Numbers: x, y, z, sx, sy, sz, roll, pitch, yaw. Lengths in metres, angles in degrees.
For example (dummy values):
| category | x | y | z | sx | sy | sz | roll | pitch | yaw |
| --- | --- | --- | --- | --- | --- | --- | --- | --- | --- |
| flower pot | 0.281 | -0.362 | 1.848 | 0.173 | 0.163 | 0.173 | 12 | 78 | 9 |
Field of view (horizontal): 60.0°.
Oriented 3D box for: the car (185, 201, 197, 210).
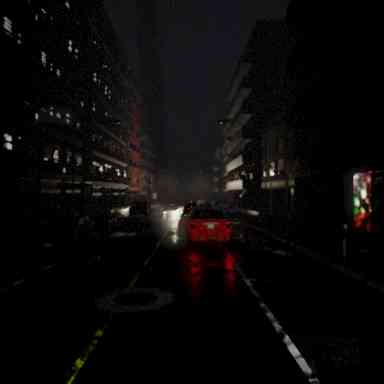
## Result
| category | x | y | z | sx | sy | sz | roll | pitch | yaw |
| --- | --- | --- | --- | --- | --- | --- | --- | --- | --- |
| car | -0.166 | 2.304 | 56.242 | 1.994 | 1.385 | 4.181 | 0 | -1 | 0 |

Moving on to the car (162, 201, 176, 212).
| category | x | y | z | sx | sy | sz | roll | pitch | yaw |
| --- | --- | --- | --- | --- | --- | --- | --- | --- | --- |
| car | -3.300 | 2.168 | 50.362 | 1.837 | 1.490 | 4.892 | 0 | -1 | 0 |

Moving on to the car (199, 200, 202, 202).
| category | x | y | z | sx | sy | sz | roll | pitch | yaw |
| --- | --- | --- | --- | --- | --- | --- | --- | --- | --- |
| car | -0.080 | 2.001 | 38.043 | 1.837 | 1.490 | 4.892 | 0 | -1 | 0 |

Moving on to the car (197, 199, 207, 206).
| category | x | y | z | sx | sy | sz | roll | pitch | yaw |
| --- | --- | --- | --- | --- | --- | --- | --- | --- | --- |
| car | 2.309 | 2.478 | 78.052 | 1.967 | 1.590 | 4.097 | -1 | -1 | 0 |

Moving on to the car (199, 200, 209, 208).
| category | x | y | z | sx | sy | sz | roll | pitch | yaw |
| --- | --- | --- | --- | --- | --- | --- | --- | --- | --- |
| car | 2.366 | 2.426 | 66.682 | 1.887 | 1.381 | 4.507 | -1 | -1 | 0 |

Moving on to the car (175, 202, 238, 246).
| category | x | y | z | sx | sy | sz | roll | pitch | yaw |
| --- | --- | --- | --- | --- | --- | --- | --- | --- | --- |
| car | 0.544 | 1.569 | 16.835 | 2.097 | 1.767 | 4.553 | 0 | -1 | -8 |

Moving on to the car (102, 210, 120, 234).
| category | x | y | z | sx | sy | sz | roll | pitch | yaw |
| --- | --- | --- | --- | --- | --- | --- | --- | --- | --- |
| car | -5.796 | 1.840 | 21.172 | 1.947 | 1.339 | 4.313 | -1 | -1 | 0 |

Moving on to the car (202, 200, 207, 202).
| category | x | y | z | sx | sy | sz | roll | pitch | yaw |
| --- | --- | --- | --- | --- | --- | --- | --- | --- | --- |
| car | 2.420 | 2.277 | 55.313 | 2.008 | 1.369 | 4.403 | -1 | -1 | 0 |

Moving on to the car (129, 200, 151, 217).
| category | x | y | z | sx | sy | sz | roll | pitch | yaw |
| --- | --- | --- | --- | --- | --- | --- | --- | --- | --- |
| car | -5.882 | 1.814 | 38.228 | 2.192 | 1.841 | 5.009 | -1 | -1 | 0 |

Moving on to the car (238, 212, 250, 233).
| category | x | y | z | sx | sy | sz | roll | pitch | yaw |
| --- | --- | --- | --- | --- | --- | --- | --- | --- | --- |
| car | 2.582 | 1.801 | 21.379 | 1.752 | 1.417 | 4.829 | -1 | -1 | 0 |

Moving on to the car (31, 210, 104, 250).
| category | x | y | z | sx | sy | sz | roll | pitch | yaw |
| --- | --- | --- | --- | --- | --- | --- | --- | --- | --- |
| car | -5.769 | 1.767 | 15.488 | 1.947 | 1.339 | 4.313 | -1 | -1 | 0 |

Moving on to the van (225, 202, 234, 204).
| category | x | y | z | sx | sy | sz | roll | pitch | yaw |
| --- | --- | --- | --- | --- | --- | --- | --- | --- | --- |
| van | 2.553 | 1.688 | 26.896 | 1.690 | 1.788 | 3.998 | -1 | -1 | 0 |
